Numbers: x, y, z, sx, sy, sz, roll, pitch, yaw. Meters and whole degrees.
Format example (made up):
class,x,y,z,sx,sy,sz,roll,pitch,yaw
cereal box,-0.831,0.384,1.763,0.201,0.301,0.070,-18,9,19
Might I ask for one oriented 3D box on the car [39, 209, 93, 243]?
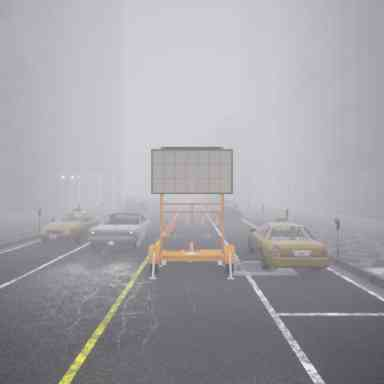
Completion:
class,x,y,z,sx,sy,sz,roll,pitch,yaw
car,-5.665,1.519,16.089,1.752,1.417,4.829,0,0,1

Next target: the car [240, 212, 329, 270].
class,x,y,z,sx,sy,sz,roll,pitch,yaw
car,2.867,1.520,10.842,1.752,1.417,4.829,0,0,1

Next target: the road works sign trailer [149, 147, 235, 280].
class,x,y,z,sx,sy,sz,roll,pitch,yaw
road works sign trailer,0.001,0.461,9.952,2.380,3.560,2.880,0,0,0

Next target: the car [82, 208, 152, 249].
class,x,y,z,sx,sy,sz,roll,pitch,yaw
car,-2.998,1.594,14.558,1.895,1.301,4.718,0,0,0

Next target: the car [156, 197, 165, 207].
class,x,y,z,sx,sy,sz,roll,pitch,yaw
car,-5.662,1.457,50.131,1.967,1.590,4.097,0,0,0

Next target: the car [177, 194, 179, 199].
class,x,y,z,sx,sy,sz,roll,pitch,yaw
car,-5.659,1.455,95.241,2.192,1.841,5.009,0,0,0

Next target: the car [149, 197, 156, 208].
class,x,y,z,sx,sy,sz,roll,pitch,yaw
car,-5.663,1.564,38.852,1.947,1.339,4.313,0,0,0

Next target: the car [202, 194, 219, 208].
class,x,y,z,sx,sy,sz,roll,pitch,yaw
car,2.863,1.322,44.477,2.192,1.841,5.009,0,0,0

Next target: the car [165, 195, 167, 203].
class,x,y,z,sx,sy,sz,roll,pitch,yaw
car,-5.661,1.573,55.769,1.887,1.381,4.507,0,0,0

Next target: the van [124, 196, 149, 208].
class,x,y,z,sx,sy,sz,roll,pitch,yaw
van,-5.662,1.334,33.213,1.690,1.788,3.998,0,0,0

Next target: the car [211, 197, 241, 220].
class,x,y,z,sx,sy,sz,roll,pitch,yaw
car,2.862,1.431,27.559,1.967,1.590,4.097,0,0,0

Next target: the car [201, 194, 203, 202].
class,x,y,z,sx,sy,sz,roll,pitch,yaw
car,2.863,1.332,50.116,2.192,1.841,5.009,0,0,0

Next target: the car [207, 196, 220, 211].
class,x,y,z,sx,sy,sz,roll,pitch,yaw
car,2.862,1.434,33.197,1.967,1.590,4.097,0,0,0

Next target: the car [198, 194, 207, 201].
class,x,y,z,sx,sy,sz,roll,pitch,yaw
car,2.866,1.433,89.593,2.192,1.841,5.009,0,0,0

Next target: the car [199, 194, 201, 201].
class,x,y,z,sx,sy,sz,roll,pitch,yaw
car,2.865,1.479,61.395,1.967,1.590,4.097,0,0,0

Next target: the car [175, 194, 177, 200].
class,x,y,z,sx,sy,sz,roll,pitch,yaw
car,-5.660,1.411,83.963,2.192,1.841,5.009,0,0,0

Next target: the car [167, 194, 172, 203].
class,x,y,z,sx,sy,sz,roll,pitch,yaw
car,-5.660,1.631,67.047,1.802,1.307,4.206,0,0,0

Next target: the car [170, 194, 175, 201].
class,x,y,z,sx,sy,sz,roll,pitch,yaw
car,-5.660,1.600,78.155,1.752,1.417,4.829,0,0,0
